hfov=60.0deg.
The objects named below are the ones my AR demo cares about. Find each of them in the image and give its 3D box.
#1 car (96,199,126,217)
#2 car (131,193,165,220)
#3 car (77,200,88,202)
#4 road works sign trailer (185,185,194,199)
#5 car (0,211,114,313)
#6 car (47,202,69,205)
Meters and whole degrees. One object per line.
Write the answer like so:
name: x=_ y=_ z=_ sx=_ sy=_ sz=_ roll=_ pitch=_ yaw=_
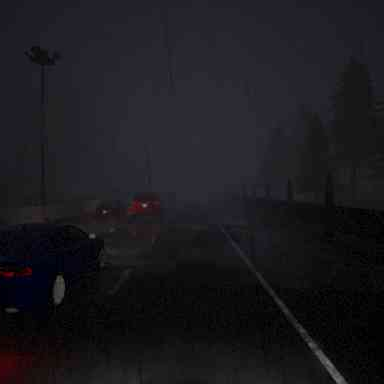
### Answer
car: x=-6.919 y=1.367 z=28.676 sx=1.812 sy=1.442 sz=4.674 roll=0 pitch=0 yaw=0
car: x=-3.416 y=1.072 z=26.664 sx=2.150 sy=2.045 sz=5.566 roll=0 pitch=0 yaw=0
car: x=-14.077 y=1.244 z=44.887 sx=2.128 sy=1.511 sz=4.902 roll=0 pitch=0 yaw=0
road works sign trailer: x=-0.692 y=-0.016 z=86.778 sx=2.380 sy=3.560 sz=2.880 roll=0 pitch=0 yaw=-10
car: x=-3.438 y=1.434 z=7.692 sx=1.882 sy=1.535 sz=5.008 roll=0 pitch=0 yaw=0
car: x=-17.577 y=1.319 z=44.449 sx=1.994 sy=1.385 sz=4.181 roll=0 pitch=0 yaw=0
